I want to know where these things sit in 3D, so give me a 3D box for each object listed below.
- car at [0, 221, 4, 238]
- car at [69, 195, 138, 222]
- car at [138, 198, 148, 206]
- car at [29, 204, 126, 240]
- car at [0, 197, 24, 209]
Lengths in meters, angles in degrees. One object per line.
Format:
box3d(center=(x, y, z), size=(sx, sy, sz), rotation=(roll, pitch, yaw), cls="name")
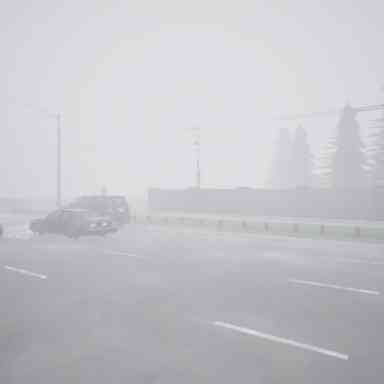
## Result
box3d(center=(-10.969, 1.570, 16.115), size=(4.181, 1.385, 1.994), rotation=(0, 0, 36), cls="car")
box3d(center=(-6.395, 1.228, 21.451), size=(5.566, 2.045, 2.150), rotation=(0, 0, 36), cls="car")
box3d(center=(-8.854, 1.577, 51.331), size=(4.181, 1.385, 1.994), rotation=(0, 0, -29), cls="car")
box3d(center=(-6.119, 1.552, 16.956), size=(5.357, 1.411, 2.033), rotation=(0, 0, 35), cls="car")
box3d(center=(-25.487, 1.520, 45.108), size=(4.892, 1.490, 1.837), rotation=(0, 1, -9), cls="car")
